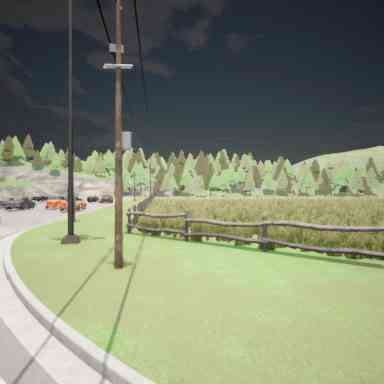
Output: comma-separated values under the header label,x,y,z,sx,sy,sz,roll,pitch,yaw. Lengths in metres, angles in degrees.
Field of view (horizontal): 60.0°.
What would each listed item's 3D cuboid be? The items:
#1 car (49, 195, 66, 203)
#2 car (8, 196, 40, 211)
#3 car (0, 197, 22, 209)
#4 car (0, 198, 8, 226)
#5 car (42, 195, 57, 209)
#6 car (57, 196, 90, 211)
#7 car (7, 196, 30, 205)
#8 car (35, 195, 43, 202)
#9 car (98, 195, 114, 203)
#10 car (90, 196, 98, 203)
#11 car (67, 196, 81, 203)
label,x,y,z,sx,sy,sz,roll,pitch,yaw
car,-27.714,1.468,68.642,1.882,1.535,5.008,0,0,-6
car,-21.294,1.541,41.561,2.033,1.411,5.357,0,0,-6
car,-25.247,1.518,45.743,1.812,1.442,4.674,0,0,-6
car,-11.669,1.220,16.573,2.150,2.045,5.566,0,0,-6
car,-18.150,1.345,45.169,2.097,1.767,4.553,0,0,-6
car,-14.058,1.347,39.685,2.097,1.767,4.553,0,0,-6
car,-30.137,1.469,58.021,1.882,1.535,5.008,0,0,-6
car,-31.211,1.300,68.385,1.882,1.535,5.008,0,0,-6
car,-16.816,1.342,66.282,2.097,1.767,4.553,0,0,-6
car,-20.815,1.469,69.977,1.882,1.535,5.008,0,0,-6
car,-24.132,1.515,68.189,1.812,1.442,4.674,0,0,-6
